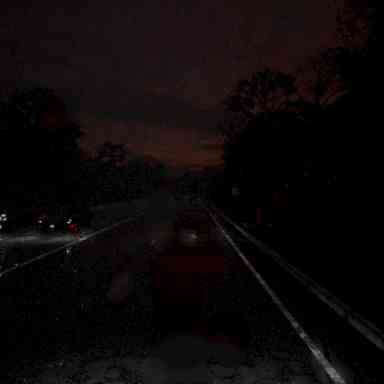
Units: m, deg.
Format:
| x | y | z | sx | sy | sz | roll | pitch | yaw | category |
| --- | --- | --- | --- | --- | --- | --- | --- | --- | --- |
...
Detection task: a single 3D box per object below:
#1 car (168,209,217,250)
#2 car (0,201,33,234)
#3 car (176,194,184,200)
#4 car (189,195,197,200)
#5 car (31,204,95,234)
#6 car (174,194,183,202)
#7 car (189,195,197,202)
| x | y | z | sx | sy | sz | roll | pitch | yaw | category |
| --- | --- | --- | --- | --- | --- | --- | --- | --- | --- |
| 0.034 | 1.486 | 14.469 | 1.882 | 1.535 | 5.008 | 0 | 0 | 0 | car |
| -10.524 | 1.323 | 19.118 | 2.097 | 1.767 | 4.553 | 0 | 0 | 0 | car |
| -3.264 | 1.321 | 88.957 | 1.837 | 1.490 | 4.892 | 0 | 0 | 0 | car |
| 0.238 | 1.418 | 89.780 | 1.994 | 1.385 | 4.181 | 0 | 0 | 0 | car |
| -7.028 | 1.491 | 19.178 | 1.837 | 1.490 | 4.892 | 0 | 0 | 0 | car |
| -3.293 | 1.462 | 78.539 | 1.882 | 1.535 | 5.008 | 0 | 0 | 0 | car |
| 0.209 | 1.533 | 79.329 | 2.033 | 1.411 | 5.357 | 0 | 0 | 0 | car |
